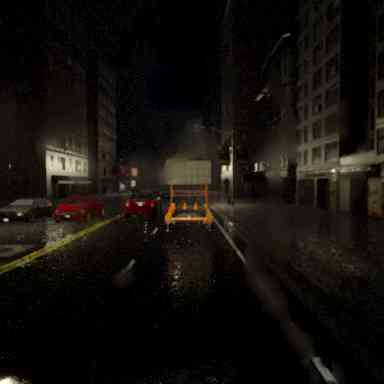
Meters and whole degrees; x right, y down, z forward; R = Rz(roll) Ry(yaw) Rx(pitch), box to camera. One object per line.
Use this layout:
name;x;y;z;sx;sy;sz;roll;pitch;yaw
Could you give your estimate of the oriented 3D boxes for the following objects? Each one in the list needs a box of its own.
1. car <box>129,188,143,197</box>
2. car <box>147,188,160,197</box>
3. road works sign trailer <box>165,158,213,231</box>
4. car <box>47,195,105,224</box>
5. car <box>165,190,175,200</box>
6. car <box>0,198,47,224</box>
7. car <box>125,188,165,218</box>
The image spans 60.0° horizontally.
car;-10.326;0.052;61.680;1.837;1.490;4.892;0;1;0
car;-7.075;0.026;61.697;1.882;1.535;5.008;0;1;0
road works sign trailer;-0.151;0.056;17.197;2.380;3.560;2.880;0;1;0
car;-6.778;0.990;20.557;1.882;1.535;5.008;0;1;0
car;-3.571;0.432;48.028;1.994;1.385;4.181;0;1;0
car;-10.030;1.059;20.563;2.033;1.411;5.357;0;1;0
car;-3.356;0.795;23.549;2.097;1.767;4.553;0;1;-1
